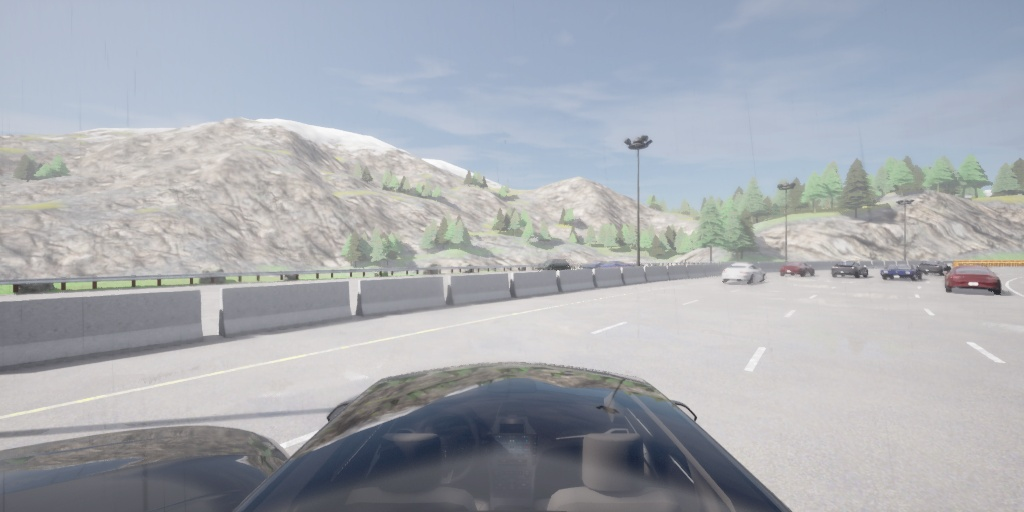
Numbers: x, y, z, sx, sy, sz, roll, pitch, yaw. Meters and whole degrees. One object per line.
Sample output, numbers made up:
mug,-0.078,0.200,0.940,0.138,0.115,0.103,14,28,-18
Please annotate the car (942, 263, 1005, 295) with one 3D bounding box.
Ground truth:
car,25.630,1.276,20.038,4.674,1.442,1.812,0,0,-40

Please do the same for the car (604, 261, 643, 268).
car,11.637,1.351,35.931,4.718,1.301,1.895,0,0,-40

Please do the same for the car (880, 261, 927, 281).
car,32.309,1.351,29.677,4.718,1.301,1.895,0,0,-35

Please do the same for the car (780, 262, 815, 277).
car,27.957,1.276,35.132,4.674,1.442,1.812,0,0,-36

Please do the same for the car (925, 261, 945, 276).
car,43.314,1.242,36.808,4.902,1.511,2.128,0,0,-31

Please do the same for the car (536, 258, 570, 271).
car,5.053,1.101,44.096,4.553,1.767,2.097,0,0,-40

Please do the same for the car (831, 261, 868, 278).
car,31.376,1.242,33.286,4.902,1.511,2.128,0,0,-35

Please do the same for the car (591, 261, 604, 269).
car,11.383,1.275,40.281,4.674,1.442,1.812,0,0,-39

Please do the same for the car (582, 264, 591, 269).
car,10.927,1.298,44.427,5.357,1.411,2.033,0,0,-39

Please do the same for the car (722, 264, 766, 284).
car,17.245,1.276,26.684,4.674,1.442,1.812,1,0,-41

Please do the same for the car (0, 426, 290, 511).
car,-2.981,1.255,0.477,4.892,1.490,1.837,0,0,-45
